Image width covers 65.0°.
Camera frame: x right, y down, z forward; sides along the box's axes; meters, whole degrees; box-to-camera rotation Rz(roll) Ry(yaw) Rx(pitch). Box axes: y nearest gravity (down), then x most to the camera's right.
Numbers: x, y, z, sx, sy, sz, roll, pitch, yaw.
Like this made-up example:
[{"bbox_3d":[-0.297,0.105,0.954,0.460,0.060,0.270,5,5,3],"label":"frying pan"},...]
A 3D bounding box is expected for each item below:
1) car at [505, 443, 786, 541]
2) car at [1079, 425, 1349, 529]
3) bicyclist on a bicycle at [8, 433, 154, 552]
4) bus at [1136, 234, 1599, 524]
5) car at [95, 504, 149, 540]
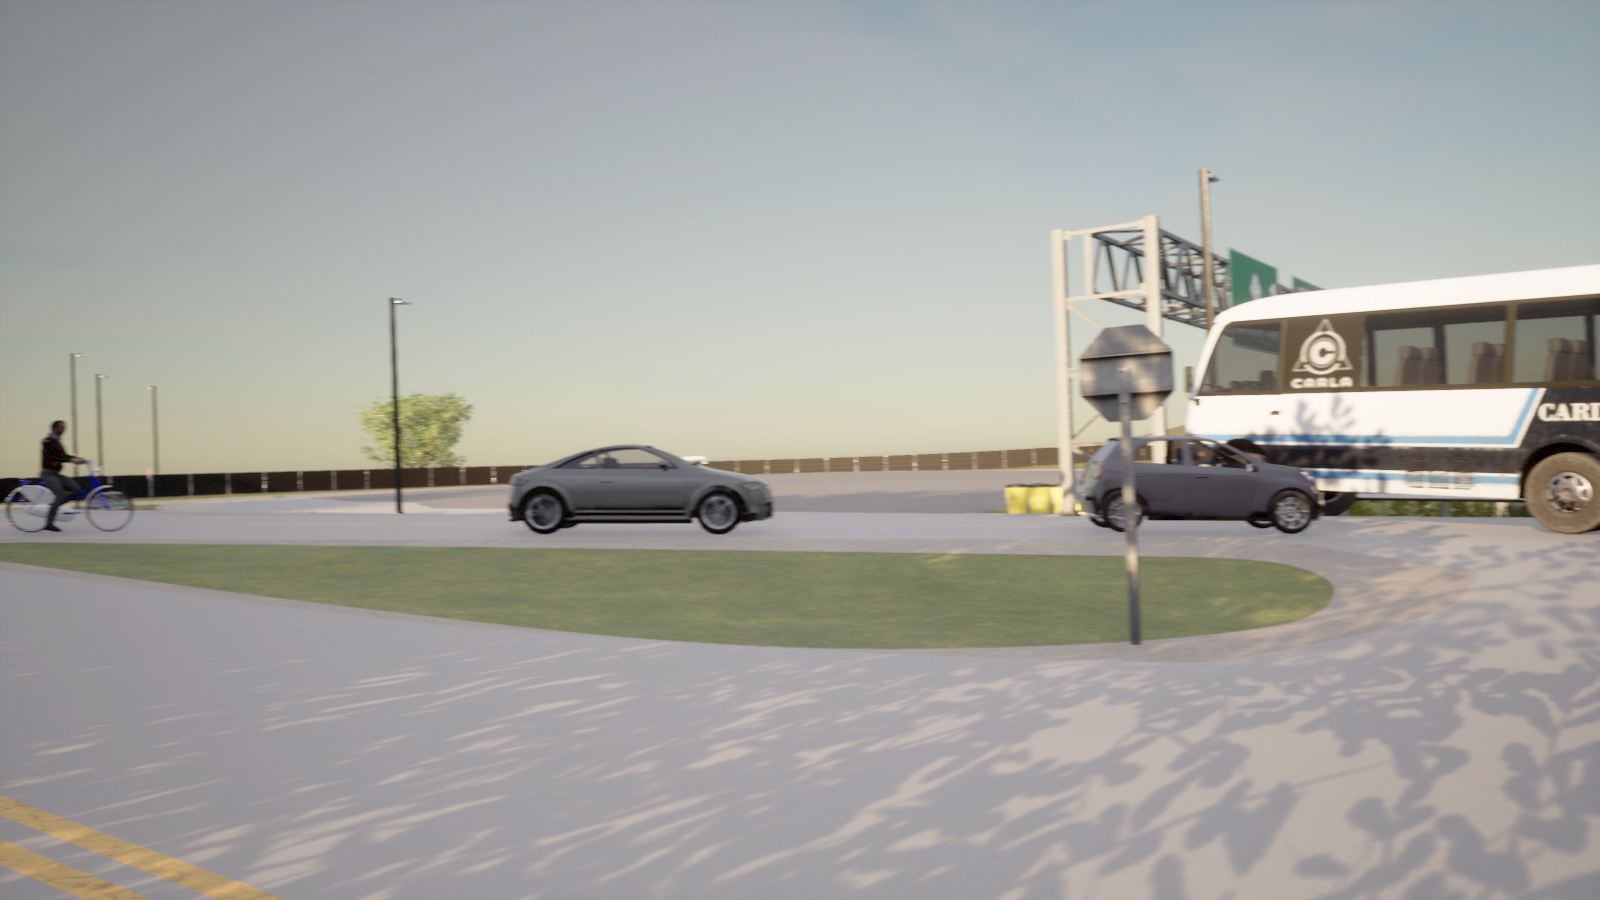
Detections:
[{"bbox_3d":[-2.344,0.646,19.916,4.181,1.385,1.994,-1,0,0],"label":"car"},{"bbox_3d":[6.368,0.411,19.656,3.633,1.501,1.845,-1,0,4],"label":"car"},{"bbox_3d":[-11.226,0.649,19.657,1.843,1.776,0.659,-2,-1,-8],"label":"bicyclist on a bicycle"},{"bbox_3d":[11.382,-1.087,22.166,3.944,4.253,10.273,-2,1,-36],"label":"bus"},{"bbox_3d":[-34.386,3.628,63.634,1.789,1.549,3.705,-8,3,-36],"label":"car"}]
